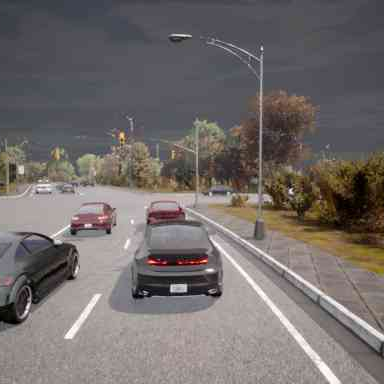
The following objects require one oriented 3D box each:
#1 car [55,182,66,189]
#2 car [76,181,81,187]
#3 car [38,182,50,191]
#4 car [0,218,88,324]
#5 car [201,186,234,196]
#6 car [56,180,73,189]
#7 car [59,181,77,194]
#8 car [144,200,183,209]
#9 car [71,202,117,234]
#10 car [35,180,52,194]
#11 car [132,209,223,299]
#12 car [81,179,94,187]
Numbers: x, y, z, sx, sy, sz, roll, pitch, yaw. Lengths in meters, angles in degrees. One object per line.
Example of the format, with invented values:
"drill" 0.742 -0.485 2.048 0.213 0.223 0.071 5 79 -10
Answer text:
"car" -28.696 -1.459 72.700 1.895 1.301 4.718 -1 3 -25
"car" -29.078 -1.996 81.779 1.837 1.490 4.892 -1 3 -25
"car" -27.693 -1.062 62.230 1.882 1.535 5.008 -1 3 -24
"car" -3.846 1.516 7.021 1.994 1.385 4.181 0 1 -2
"car" 3.701 -0.171 48.594 4.892 1.490 1.837 0 3 -22
"car" -24.250 -1.077 63.111 1.837 1.490 4.892 -1 3 -24
"car" -19.856 -0.549 53.177 1.812 1.442 4.674 -1 3 -23
"car" -1.452 1.169 17.396 1.882 1.535 5.008 0 2 -8
"car" -4.913 1.241 16.936 1.812 1.442 4.674 0 2 -8
"car" -23.497 -0.835 52.771 2.150 2.045 5.566 -1 3 -24
"car" -0.401 1.428 8.340 1.837 1.490 4.892 0 1 -4
"car" -25.920 -2.347 83.272 2.150 2.045 5.566 -1 3 -25
